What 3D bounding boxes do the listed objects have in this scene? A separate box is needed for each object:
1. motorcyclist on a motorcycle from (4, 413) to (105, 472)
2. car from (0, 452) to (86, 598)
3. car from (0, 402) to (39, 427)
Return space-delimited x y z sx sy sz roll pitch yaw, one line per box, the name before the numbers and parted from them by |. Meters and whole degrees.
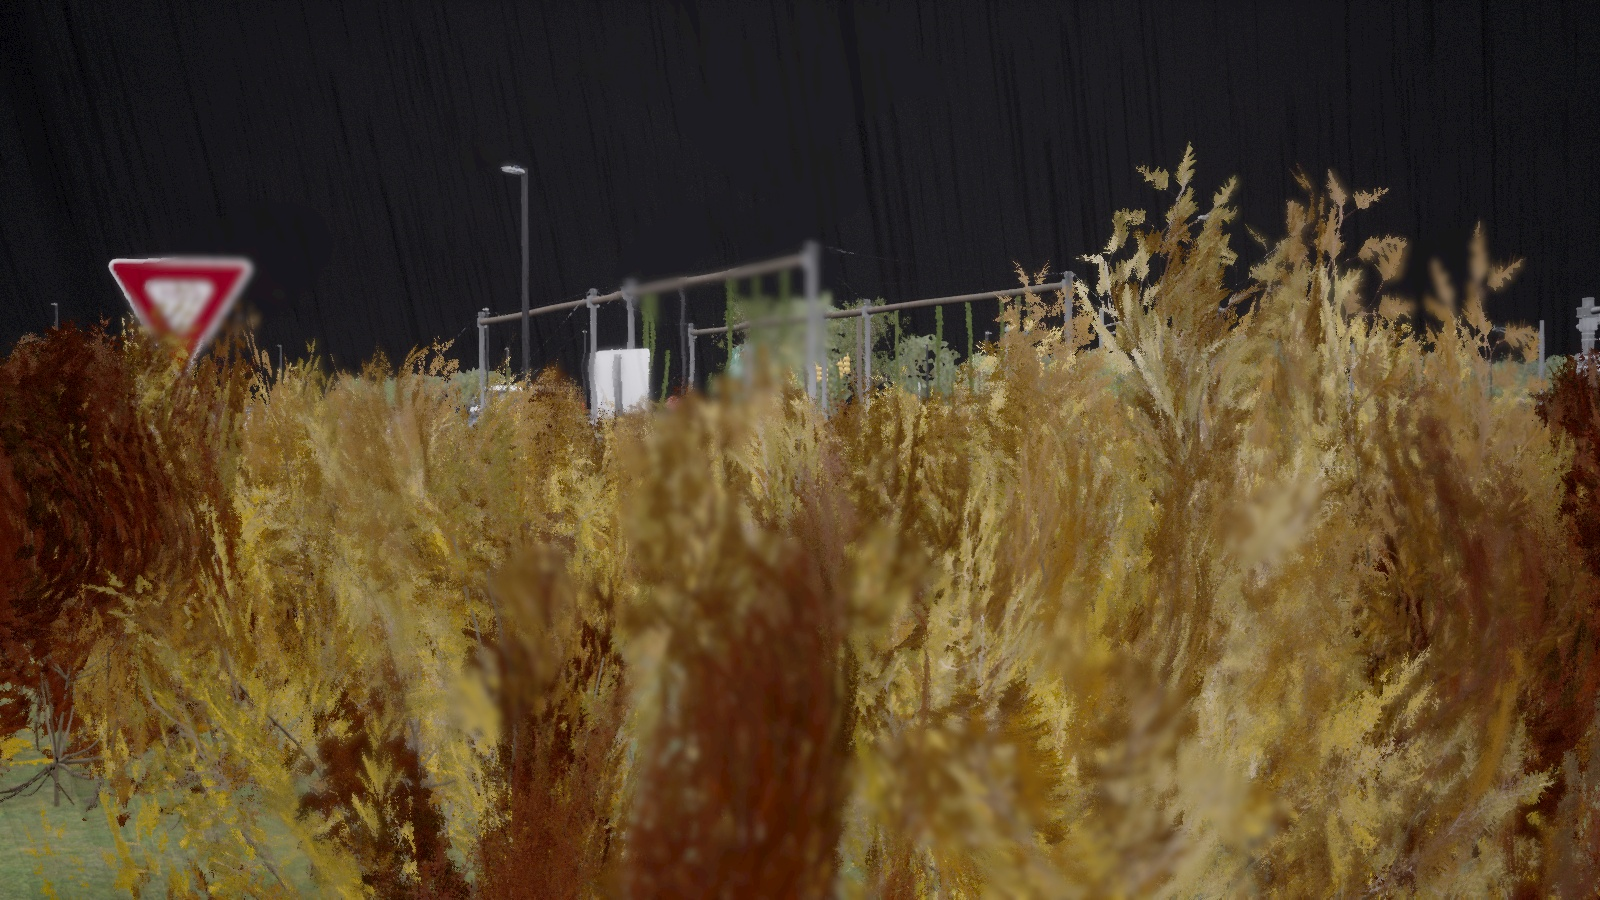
motorcyclist on a motorcycle | -21.172 -0.238 35.712 2.350 1.649 0.766 -1 2 -23
car | -10.417 0.753 13.385 4.674 1.442 1.812 0 2 6
car | -50.461 -2.287 78.831 4.193 1.474 1.816 3 0 -10
